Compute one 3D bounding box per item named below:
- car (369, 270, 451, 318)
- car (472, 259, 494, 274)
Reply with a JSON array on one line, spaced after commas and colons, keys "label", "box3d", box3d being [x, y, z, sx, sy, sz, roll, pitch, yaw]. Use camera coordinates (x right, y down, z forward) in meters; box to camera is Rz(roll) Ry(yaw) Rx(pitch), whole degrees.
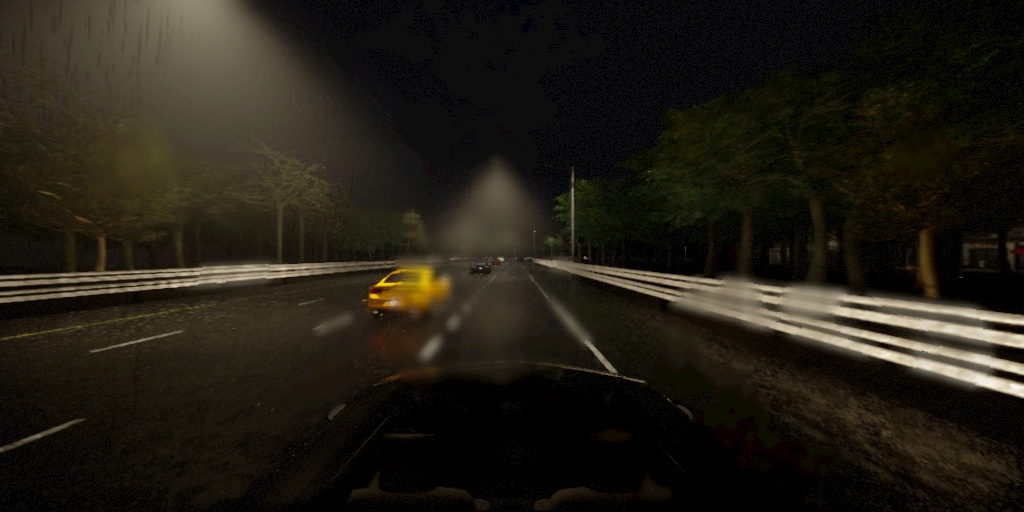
[{"label": "car", "box3d": [-3.493, 1.230, 13.076, 1.882, 1.535, 5.008, 0, 0, 0]}, {"label": "car", "box3d": [-3.433, 1.322, 41.042, 1.994, 1.385, 4.181, 0, 0, 0]}]
